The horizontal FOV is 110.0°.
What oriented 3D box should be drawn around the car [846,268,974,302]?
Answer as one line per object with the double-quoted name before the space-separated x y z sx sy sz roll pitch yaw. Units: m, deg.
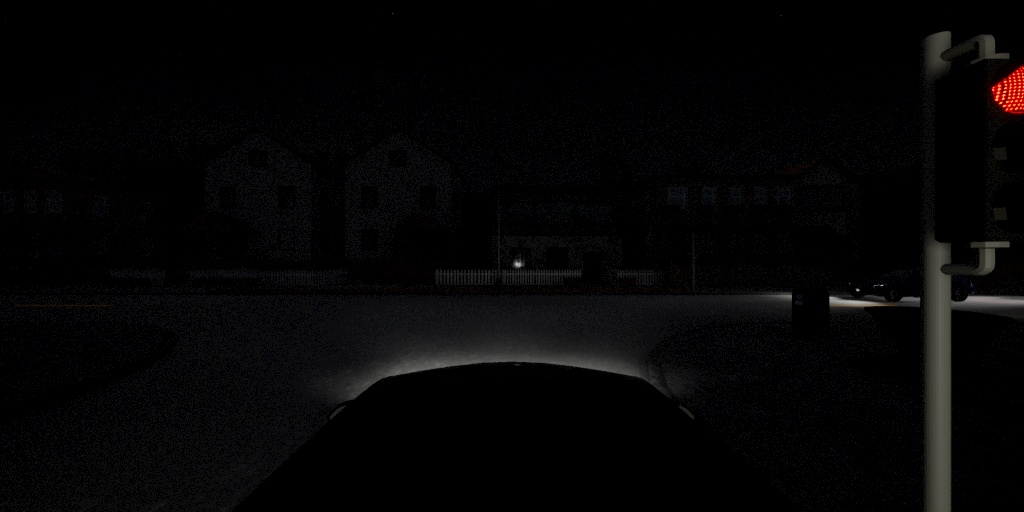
"car" 18.190 1.276 16.455 4.674 1.442 1.812 0 0 0
